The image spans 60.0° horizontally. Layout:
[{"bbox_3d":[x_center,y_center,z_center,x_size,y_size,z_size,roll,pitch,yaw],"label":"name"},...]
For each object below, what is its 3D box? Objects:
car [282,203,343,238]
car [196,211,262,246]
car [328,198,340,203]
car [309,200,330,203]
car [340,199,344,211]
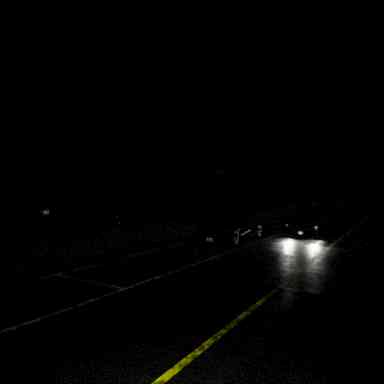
[{"bbox_3d":[6.532,1.547,18.027,2.033,1.411,5.357,0,0,32],"label":"car"},{"bbox_3d":[1.865,1.565,15.398,1.947,1.339,4.313,0,0,32],"label":"car"},{"bbox_3d":[13.571,1.565,34.144,1.947,1.339,4.313,0,0,32],"label":"car"},{"bbox_3d":[10.644,1.581,29.458,1.802,1.307,4.206,0,0,32],"label":"car"},{"bbox_3d":[16.497,1.440,38.830,1.967,1.590,4.097,0,0,32],"label":"car"}]
